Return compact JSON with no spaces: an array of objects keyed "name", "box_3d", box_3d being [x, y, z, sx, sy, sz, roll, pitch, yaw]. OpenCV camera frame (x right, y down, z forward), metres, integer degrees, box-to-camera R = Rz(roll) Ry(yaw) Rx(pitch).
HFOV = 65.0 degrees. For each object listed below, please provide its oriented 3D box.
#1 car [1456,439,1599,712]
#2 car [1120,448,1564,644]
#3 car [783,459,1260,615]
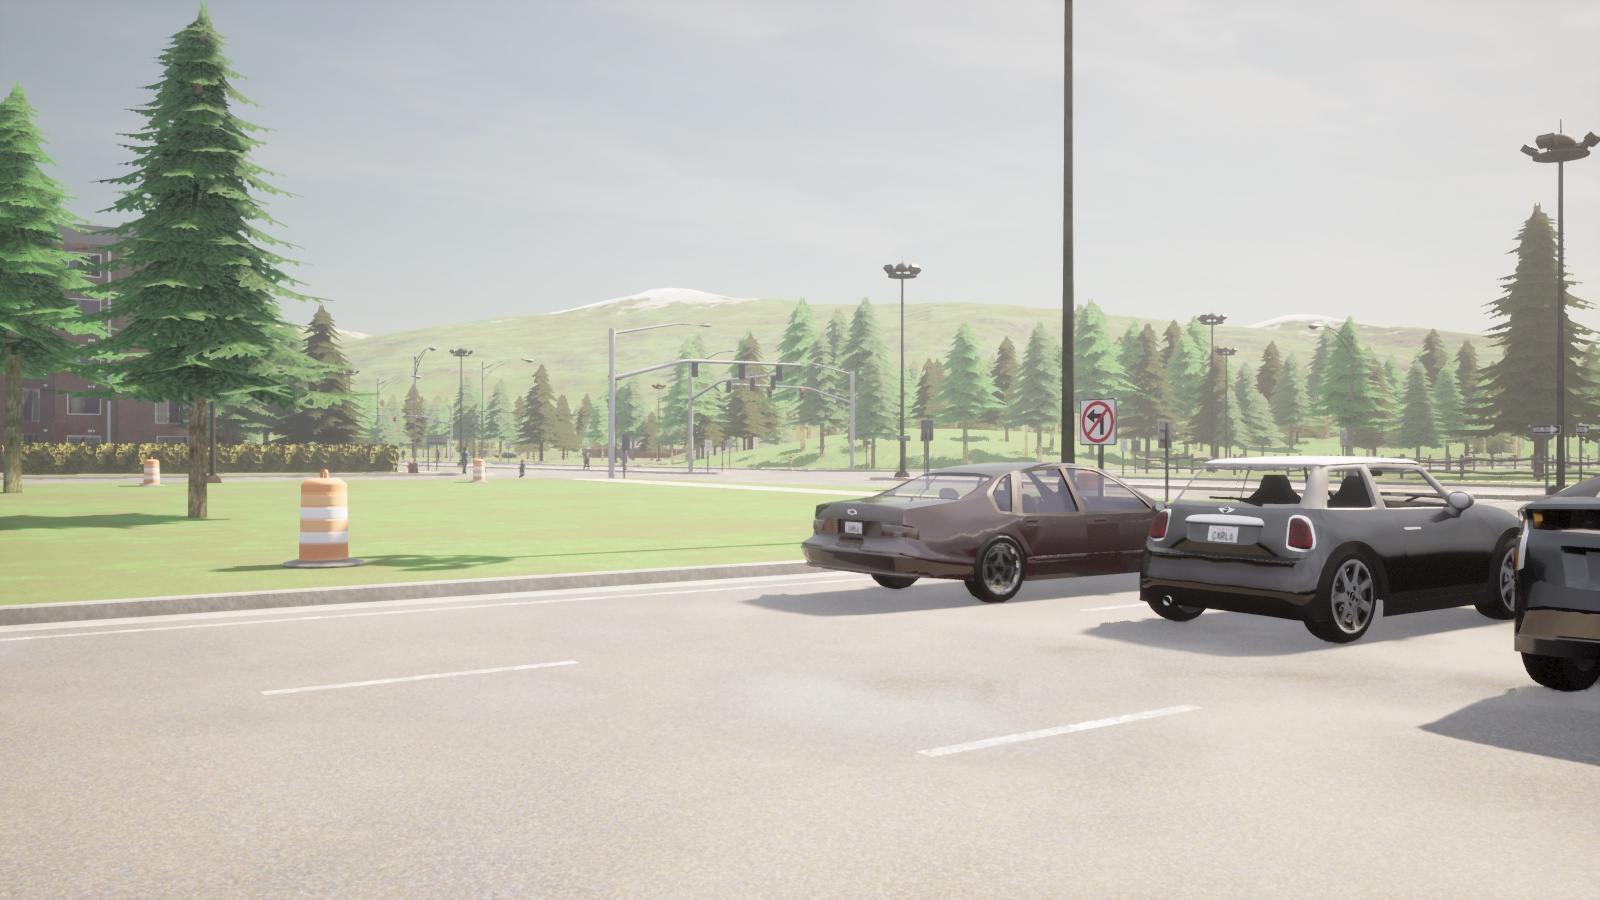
[{"name":"car","box_3d":[6.432,0.698,8.136,4.514,1.525,2.007,0,0,-35]},{"name":"car","box_3d":[4.955,0.728,11.371,3.806,1.475,1.970,0,0,-35]},{"name":"car","box_3d":[2.600,0.821,13.997,5.357,1.411,2.033,0,0,-35]}]
